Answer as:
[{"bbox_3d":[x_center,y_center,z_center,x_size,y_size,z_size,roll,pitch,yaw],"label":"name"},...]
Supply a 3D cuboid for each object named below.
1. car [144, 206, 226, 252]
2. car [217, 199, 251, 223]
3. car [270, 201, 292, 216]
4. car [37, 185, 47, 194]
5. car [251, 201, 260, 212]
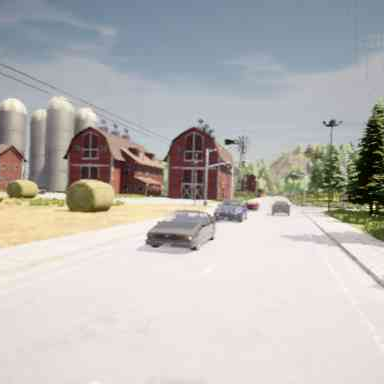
[{"bbox_3d":[-0.167,1.471,14.083,2.033,1.411,5.357,2,0,15],"label":"car"},{"bbox_3d":[3.107,1.340,26.012,2.097,1.767,4.553,2,0,16],"label":"car"},{"bbox_3d":[9.358,1.687,35.008,1.837,1.490,4.892,2,0,15],"label":"car"},{"bbox_3d":[-32.547,-0.478,70.046,3.866,1.878,1.905,0,7,-28],"label":"car"},{"bbox_3d":[7.343,1.739,41.328,1.895,1.301,4.718,2,0,15],"label":"car"}]
